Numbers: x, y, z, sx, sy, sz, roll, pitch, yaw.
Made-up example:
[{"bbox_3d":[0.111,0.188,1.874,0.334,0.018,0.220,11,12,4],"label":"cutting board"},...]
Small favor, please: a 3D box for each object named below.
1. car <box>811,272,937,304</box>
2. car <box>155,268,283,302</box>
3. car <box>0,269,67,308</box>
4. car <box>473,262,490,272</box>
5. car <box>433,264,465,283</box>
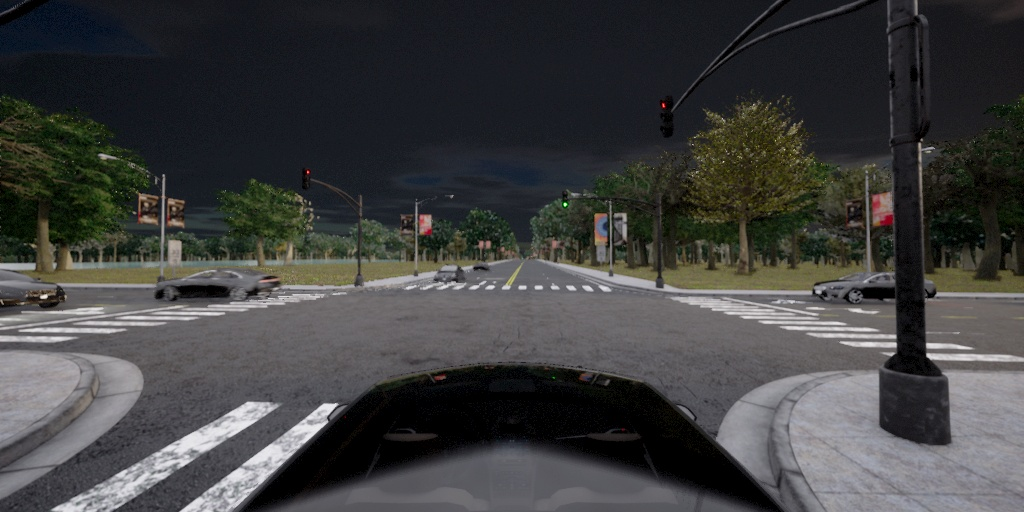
[{"bbox_3d":[17.578,1.533,17.577,4.902,1.511,2.128,0,-1,3],"label":"car"},{"bbox_3d":[-13.208,1.308,16.271,4.902,1.511,2.128,0,1,-2],"label":"car"},{"bbox_3d":[-18.786,1.168,12.658,4.892,1.490,1.837,0,-1,3],"label":"car"},{"bbox_3d":[-4.187,1.524,49.241,1.895,1.301,4.718,0,0,2],"label":"car"},{"bbox_3d":[-4.998,1.431,29.302,1.812,1.442,4.674,0,1,2],"label":"car"}]
